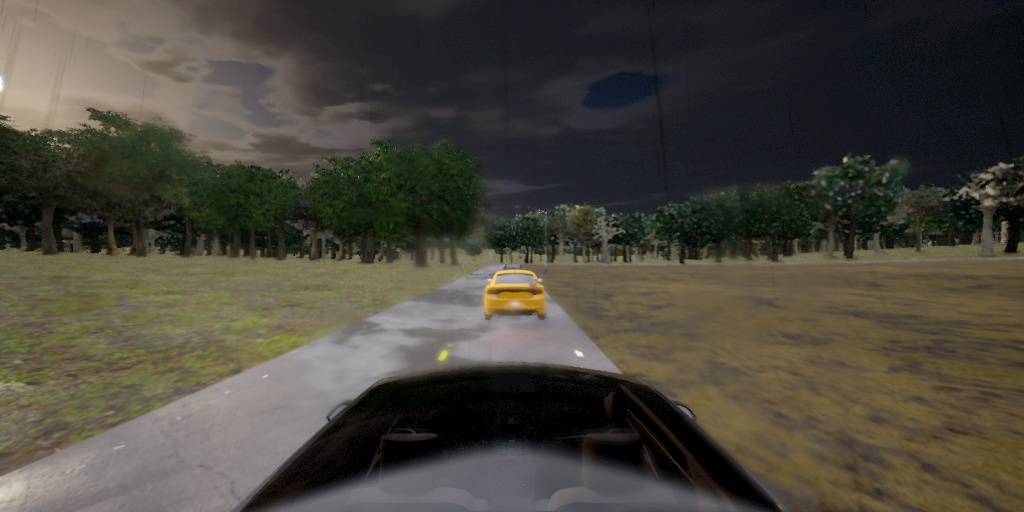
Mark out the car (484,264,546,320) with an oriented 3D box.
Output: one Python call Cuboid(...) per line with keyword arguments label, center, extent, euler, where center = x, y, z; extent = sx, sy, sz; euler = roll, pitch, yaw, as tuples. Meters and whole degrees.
Cuboid(label="car", center=(0.103, 1.225, 12.698), extent=(1.882, 1.535, 5.008), euler=(0, 0, 0))
